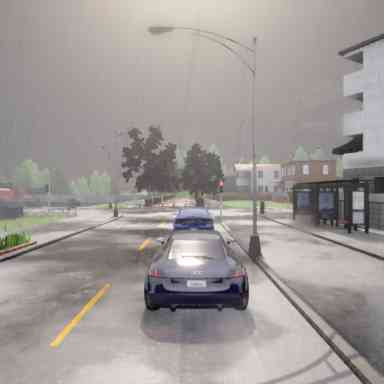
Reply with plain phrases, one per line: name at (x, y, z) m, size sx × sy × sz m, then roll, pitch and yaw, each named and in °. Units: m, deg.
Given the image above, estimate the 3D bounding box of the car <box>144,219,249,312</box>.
car at (0.089, 1.564, 7.787) m, size 1.994 × 1.385 × 4.181 m, roll 0°, pitch 0°, yaw 0°

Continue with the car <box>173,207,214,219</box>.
car at (0.079, 1.478, 16.769) m, size 1.882 × 1.535 × 5.008 m, roll 0°, pitch 0°, yaw 0°
